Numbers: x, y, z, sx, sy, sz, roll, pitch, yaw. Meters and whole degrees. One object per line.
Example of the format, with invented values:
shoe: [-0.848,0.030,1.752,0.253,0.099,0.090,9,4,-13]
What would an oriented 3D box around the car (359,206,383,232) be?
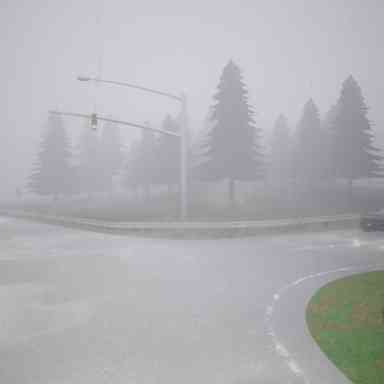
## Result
car: [10.935,1.229,17.268,5.008,1.535,1.882,-3,1,-24]

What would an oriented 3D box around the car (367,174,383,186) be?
car: [28.176,-2.119,51.075,2.150,2.045,5.566,0,5,25]
